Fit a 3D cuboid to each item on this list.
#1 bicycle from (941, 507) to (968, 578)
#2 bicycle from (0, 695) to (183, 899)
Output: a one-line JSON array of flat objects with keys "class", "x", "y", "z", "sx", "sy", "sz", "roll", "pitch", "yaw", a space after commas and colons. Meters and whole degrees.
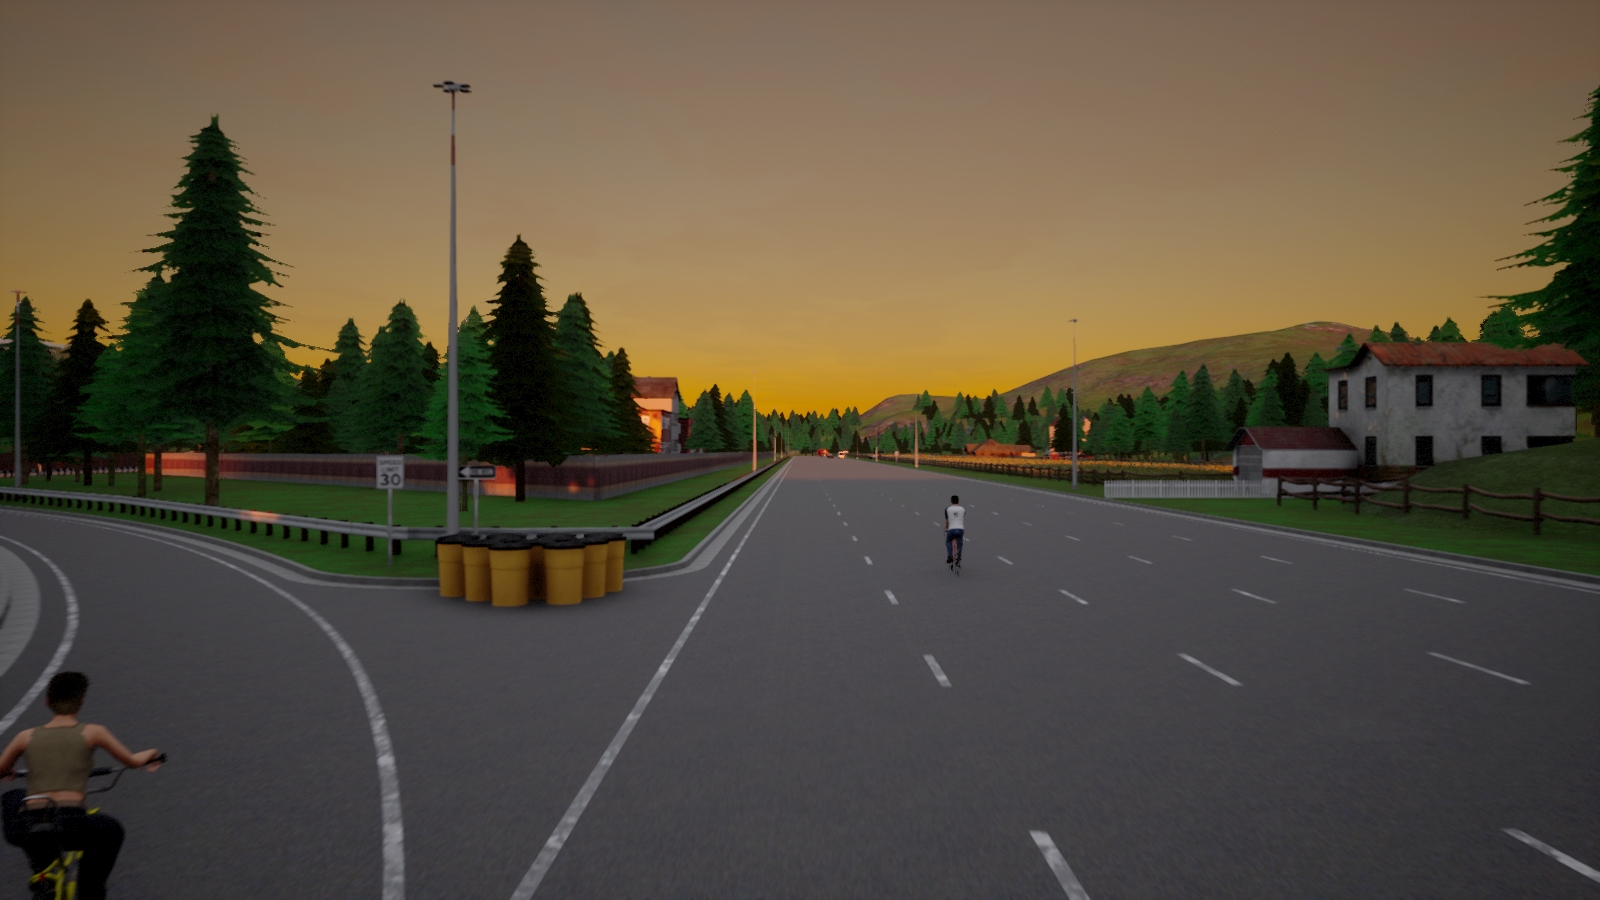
[{"class": "bicycle", "x": 3.498, "y": 2.075, "z": 25.936, "sx": 0.373, "sy": 1.496, "sz": 1.643, "roll": 0, "pitch": 0, "yaw": 0}, {"class": "bicycle", "x": -4.009, "y": 2.163, "z": 6.280, "sx": 0.859, "sy": 1.276, "sz": 1.487, "roll": 0, "pitch": 0, "yaw": -19}]
